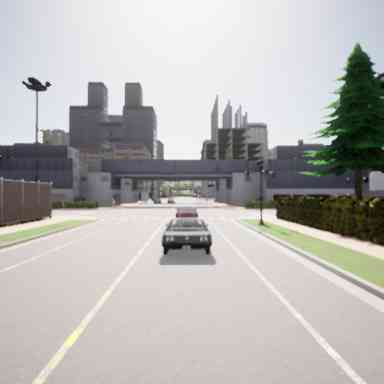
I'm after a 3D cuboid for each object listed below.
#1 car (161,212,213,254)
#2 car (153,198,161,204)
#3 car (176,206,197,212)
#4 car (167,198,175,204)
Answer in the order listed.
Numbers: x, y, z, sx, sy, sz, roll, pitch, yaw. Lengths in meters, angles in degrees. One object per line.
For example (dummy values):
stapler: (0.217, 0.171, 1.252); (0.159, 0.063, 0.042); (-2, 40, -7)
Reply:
car: (-0.215, 1.735, 14.164); (1.895, 1.301, 4.718); (0, 0, -1)
car: (-9.019, 2.363, 86.585); (2.128, 1.511, 4.902); (0, -1, -1)
car: (-0.454, 1.878, 29.161); (1.895, 1.301, 4.718); (0, -1, -1)
car: (-5.520, 2.313, 86.641); (1.882, 1.535, 5.008); (0, -1, -1)
